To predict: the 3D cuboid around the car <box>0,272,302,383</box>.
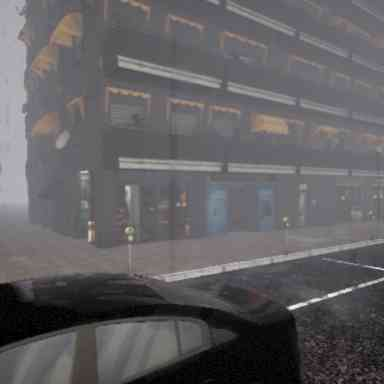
[{"bbox_3d":[-1.301,1.478,2.447,5.008,1.535,1.882,0,0,-35],"label":"car"}]
